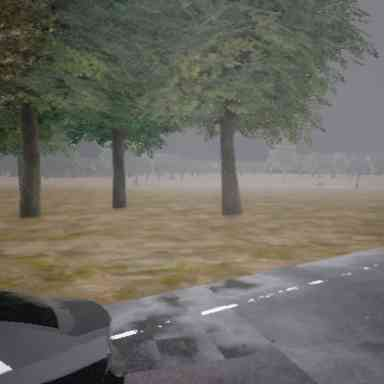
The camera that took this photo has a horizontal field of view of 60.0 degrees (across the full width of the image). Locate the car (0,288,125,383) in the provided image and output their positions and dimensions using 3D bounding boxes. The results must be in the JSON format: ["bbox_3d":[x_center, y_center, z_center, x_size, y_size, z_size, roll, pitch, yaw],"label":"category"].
[{"bbox_3d":[-2.848,1.511,1.988,4.892,1.490,1.837,0,0,-35],"label":"car"}]
